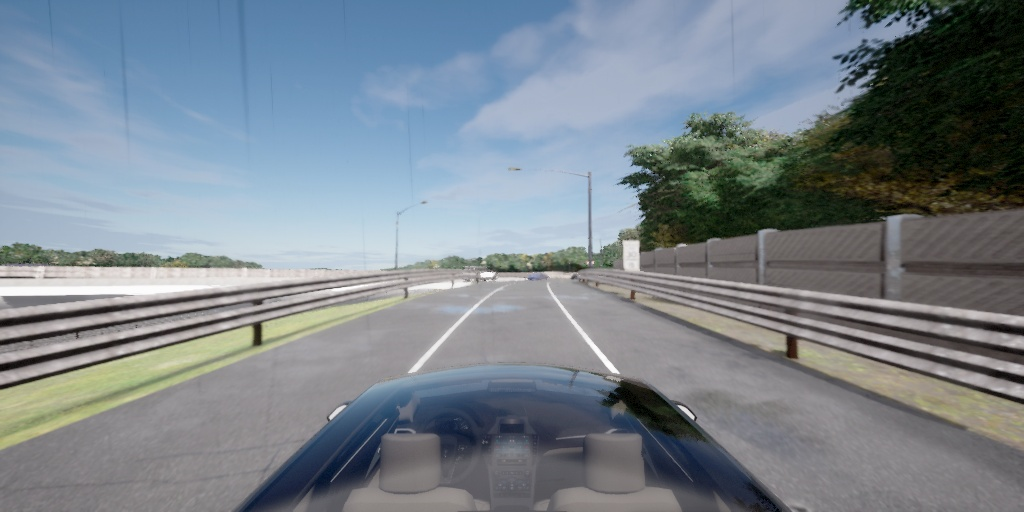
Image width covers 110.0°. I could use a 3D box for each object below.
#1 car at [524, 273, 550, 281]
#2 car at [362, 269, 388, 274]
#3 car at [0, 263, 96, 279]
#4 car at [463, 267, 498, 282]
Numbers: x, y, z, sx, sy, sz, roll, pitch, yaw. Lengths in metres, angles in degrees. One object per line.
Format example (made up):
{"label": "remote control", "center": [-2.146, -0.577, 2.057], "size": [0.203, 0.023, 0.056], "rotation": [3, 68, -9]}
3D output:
{"label": "car", "center": [4.698, 3.633, 62.566], "size": [2.033, 1.411, 5.357], "rotation": [-2, -4, 31]}
{"label": "car", "center": [-14.214, 2.213, 39.445], "size": [4.674, 1.442, 1.812], "rotation": [3, -4, -43]}
{"label": "car", "center": [-33.249, 1.218, 25.023], "size": [5.357, 1.411, 2.033], "rotation": [2, -4, -29]}
{"label": "car", "center": [-4.309, 2.543, 49.926], "size": [2.150, 2.045, 5.566], "rotation": [-3, -4, 39]}
